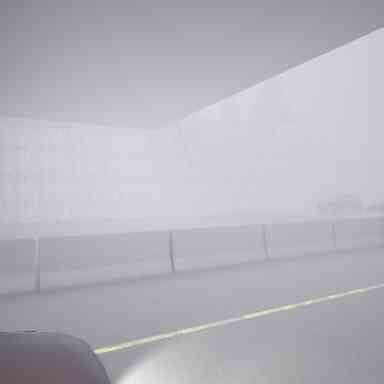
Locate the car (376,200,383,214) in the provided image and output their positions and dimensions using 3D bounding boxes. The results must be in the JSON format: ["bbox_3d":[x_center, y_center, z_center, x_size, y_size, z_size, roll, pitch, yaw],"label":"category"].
[{"bbox_3d":[20.069,1.215,30.882,5.566,2.045,2.150,0,0,-29],"label":"car"}]

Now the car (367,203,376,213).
[{"bbox_3d":[20.703,1.540,35.249,5.357,1.411,2.033,0,0,-29],"label":"car"}]

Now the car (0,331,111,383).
[{"bbox_3d":[-2.482,1.564,1.901,4.181,1.385,1.994,0,0,-29],"label":"car"}]

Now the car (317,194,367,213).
[{"bbox_3d":[16.390,1.215,36.844,5.566,2.045,2.150,0,0,-29],"label":"car"}]
